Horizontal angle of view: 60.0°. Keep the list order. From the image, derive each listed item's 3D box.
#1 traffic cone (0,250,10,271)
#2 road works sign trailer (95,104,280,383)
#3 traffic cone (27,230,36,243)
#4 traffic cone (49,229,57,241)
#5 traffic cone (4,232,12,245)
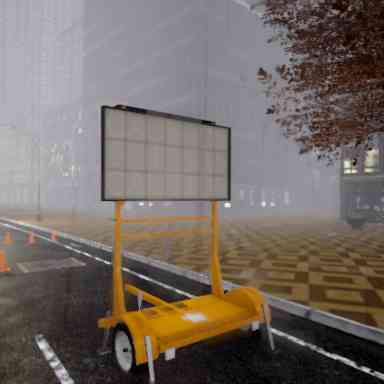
[{"bbox_3d":[-5.755,2.080,10.131,0.340,0.580,0.340,1,-1,-37],"label":"traffic cone"},{"bbox_3d":[-0.429,0.545,5.398,2.380,3.560,2.880,1,-1,-37],"label":"road works sign trailer"},{"bbox_3d":[-7.774,2.154,16.125,0.340,0.580,0.340,1,-1,-37],"label":"traffic cone"},{"bbox_3d":[-6.976,2.166,16.727,0.340,0.580,0.340,1,-1,-37],"label":"traffic cone"},{"bbox_3d":[-8.572,2.142,15.522,0.340,0.580,0.340,1,-1,-37],"label":"traffic cone"}]
